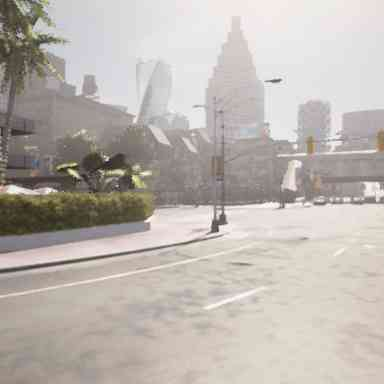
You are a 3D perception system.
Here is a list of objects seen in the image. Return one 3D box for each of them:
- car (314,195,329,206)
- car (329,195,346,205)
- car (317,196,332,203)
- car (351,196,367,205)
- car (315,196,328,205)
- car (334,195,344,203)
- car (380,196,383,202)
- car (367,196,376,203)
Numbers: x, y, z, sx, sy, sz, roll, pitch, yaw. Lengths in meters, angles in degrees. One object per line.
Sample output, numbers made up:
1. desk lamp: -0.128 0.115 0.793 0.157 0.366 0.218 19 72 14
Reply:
1. car: 23.461 1.711 60.998 2.097 1.535 5.008 0 0 24
2. car: 28.444 1.757 64.878 2.128 1.511 4.902 0 0 25
3. car: 30.568 1.766 76.661 2.231 1.521 4.892 0 0 34
4. car: 31.610 1.751 63.385 2.033 1.411 5.357 0 0 25
5. car: 26.024 1.606 66.892 2.185 1.767 4.553 0 0 24
6. car: 34.987 1.633 79.049 2.097 1.767 4.553 0 0 25
7. car: 46.356 1.752 78.547 2.128 1.511 4.902 0 0 26
8. car: 43.179 1.747 80.014 1.837 1.490 4.892 0 0 26
